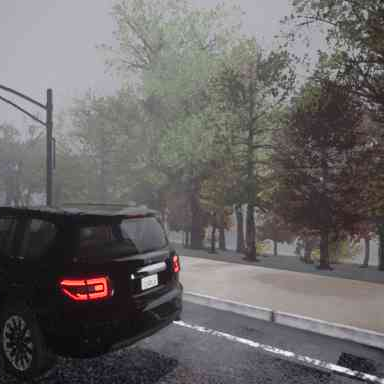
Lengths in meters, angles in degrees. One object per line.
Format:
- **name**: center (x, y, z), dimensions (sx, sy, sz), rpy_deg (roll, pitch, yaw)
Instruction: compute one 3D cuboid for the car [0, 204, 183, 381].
- **car**: center (-2.756, 1.221, 5.680), dimensions (5.566, 2.045, 2.150), rpy_deg (0, 0, 34)
